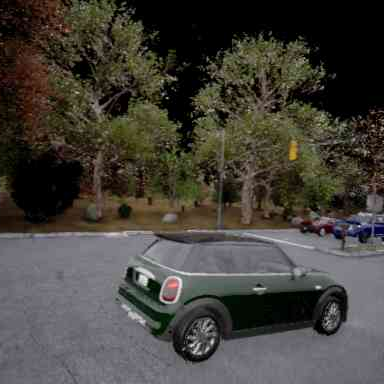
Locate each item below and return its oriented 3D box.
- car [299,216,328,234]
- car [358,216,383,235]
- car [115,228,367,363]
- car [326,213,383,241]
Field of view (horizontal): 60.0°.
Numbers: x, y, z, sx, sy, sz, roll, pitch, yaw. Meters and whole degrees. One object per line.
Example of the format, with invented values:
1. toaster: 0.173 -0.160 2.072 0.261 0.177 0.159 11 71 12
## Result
1. car: 10.899 2.721 27.318 5.008 1.535 1.882 4 0 -35
2. car: 18.685 3.252 32.735 5.008 1.535 1.882 4 0 -35
3. car: 0.988 1.651 6.444 4.553 1.767 2.097 7 -3 -33
4. car: 12.959 2.616 25.086 5.566 2.045 2.150 4 0 -35
